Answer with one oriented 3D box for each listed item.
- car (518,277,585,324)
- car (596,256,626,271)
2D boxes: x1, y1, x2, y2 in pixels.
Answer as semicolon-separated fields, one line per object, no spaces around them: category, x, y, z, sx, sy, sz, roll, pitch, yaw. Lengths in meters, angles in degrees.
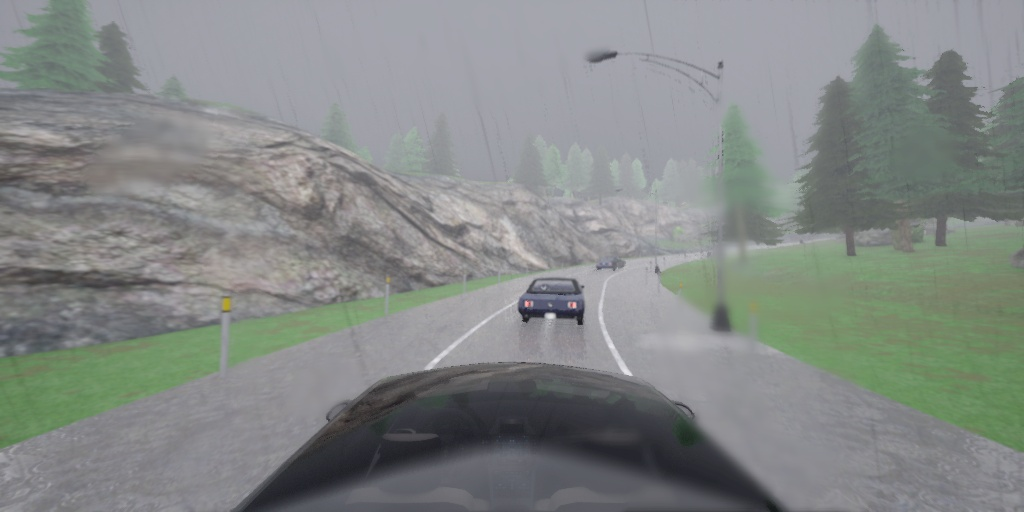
car;1.495;1.357;12.110;1.895;1.301;4.718;0;0;11
car;10.210;0.711;36.963;2.033;1.411;5.357;0;2;31
